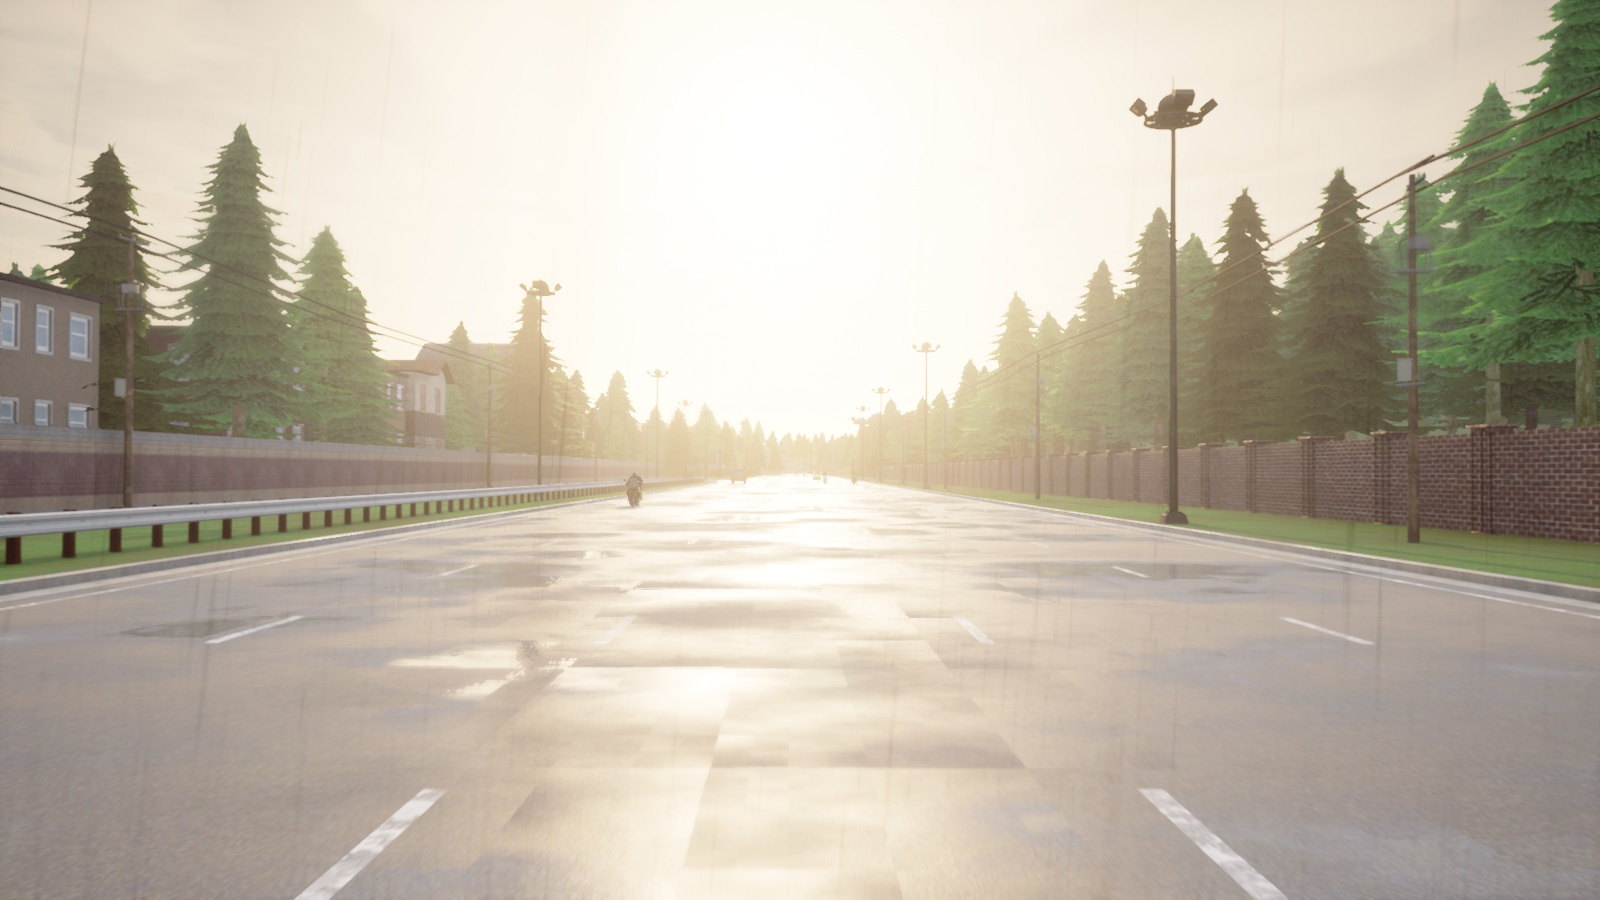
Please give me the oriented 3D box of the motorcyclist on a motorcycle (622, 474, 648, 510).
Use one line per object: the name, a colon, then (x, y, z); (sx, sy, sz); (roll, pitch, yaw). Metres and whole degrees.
motorcyclist on a motorcycle: (-7.131, 1.789, 54.379); (0.866, 1.530, 2.191); (0, -1, 0)
